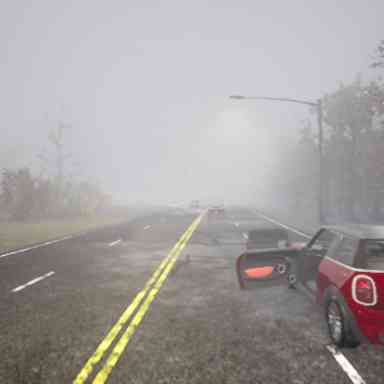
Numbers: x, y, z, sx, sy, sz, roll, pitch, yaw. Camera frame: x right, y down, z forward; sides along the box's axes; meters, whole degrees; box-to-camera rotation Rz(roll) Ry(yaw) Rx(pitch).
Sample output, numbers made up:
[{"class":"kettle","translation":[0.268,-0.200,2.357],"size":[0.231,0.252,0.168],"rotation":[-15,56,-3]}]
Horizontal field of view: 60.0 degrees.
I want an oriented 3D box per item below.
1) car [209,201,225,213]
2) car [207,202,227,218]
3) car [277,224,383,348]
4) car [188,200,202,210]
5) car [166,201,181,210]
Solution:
[{"class":"car","translation":[3.338,1.984,44.727],"size":[1.994,1.385,4.181],"rotation":[-1,0,4]},{"class":"car","translation":[2.556,1.822,34.422],"size":[2.128,1.511,4.902],"rotation":[-1,-1,5]},{"class":"car","translation":[3.221,1.395,6.467],"size":[2.097,1.767,4.553],"rotation":[-1,-1,4]},{"class":"car","translation":[0.563,2.013,51.910],"size":[1.837,1.490,4.892],"rotation":[-1,-1,5]},{"class":"car","translation":[-2.751,2.057,51.301],"size":[1.812,1.442,4.674],"rotation":[-1,-1,5]}]
